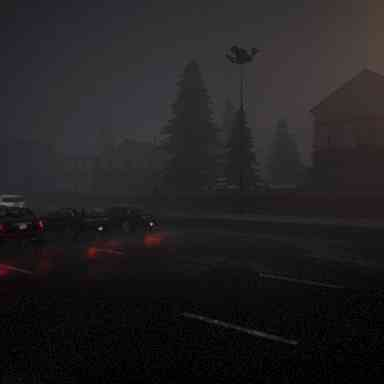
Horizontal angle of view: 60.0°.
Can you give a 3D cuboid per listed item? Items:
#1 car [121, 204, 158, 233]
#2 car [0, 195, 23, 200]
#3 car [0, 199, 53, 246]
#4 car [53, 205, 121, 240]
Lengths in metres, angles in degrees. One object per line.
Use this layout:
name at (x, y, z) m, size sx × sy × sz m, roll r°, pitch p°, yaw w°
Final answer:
car at (-4.204, 1.514, 19.765) m, size 4.892 × 1.490 × 1.837 m, roll 0°, pitch 0°, yaw 36°
car at (-16.440, 1.255, 28.493) m, size 5.566 × 2.045 × 2.150 m, roll 0°, pitch 0°, yaw 36°
car at (-8.244, 1.363, 14.049) m, size 4.553 × 1.767 × 2.097 m, roll 0°, pitch 0°, yaw 36°
car at (-6.236, 1.492, 16.916) m, size 4.902 × 1.511 × 2.128 m, roll 0°, pitch 0°, yaw 36°
